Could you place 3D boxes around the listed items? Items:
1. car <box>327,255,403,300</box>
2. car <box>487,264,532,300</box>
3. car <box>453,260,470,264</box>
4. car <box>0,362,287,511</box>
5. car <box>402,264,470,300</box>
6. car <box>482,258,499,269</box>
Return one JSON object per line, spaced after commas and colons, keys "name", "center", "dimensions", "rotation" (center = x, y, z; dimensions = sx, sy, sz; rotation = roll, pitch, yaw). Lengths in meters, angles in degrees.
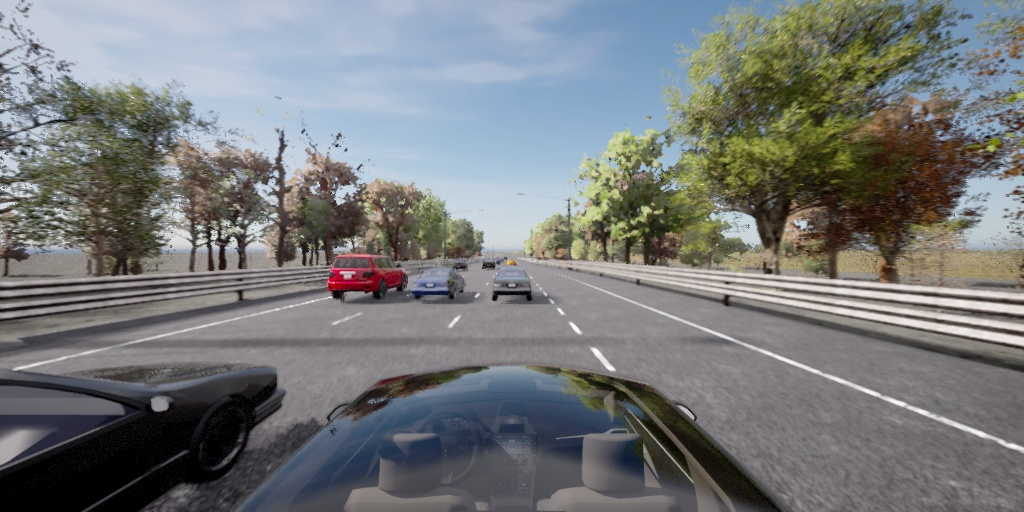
{"name": "car", "center": [-7.003, 0.969, 17.952], "dimensions": [2.150, 2.045, 5.566], "rotation": [0, 0, 0]}
{"name": "car", "center": [-0.002, 1.295, 17.747], "dimensions": [2.033, 1.411, 5.357], "rotation": [0, 0, 0]}
{"name": "car", "center": [-7.006, 1.255, 49.559], "dimensions": [1.837, 1.490, 4.892], "rotation": [0, 0, 0]}
{"name": "car", "center": [-3.502, 1.297, 1.611], "dimensions": [2.033, 1.411, 5.357], "rotation": [0, 0, 0]}
{"name": "car", "center": [-3.504, 1.294, 17.809], "dimensions": [2.033, 1.411, 5.357], "rotation": [0, 0, 0]}
{"name": "car", "center": [-3.506, 1.229, 55.562], "dimensions": [1.882, 1.535, 5.008], "rotation": [0, 0, 0]}
